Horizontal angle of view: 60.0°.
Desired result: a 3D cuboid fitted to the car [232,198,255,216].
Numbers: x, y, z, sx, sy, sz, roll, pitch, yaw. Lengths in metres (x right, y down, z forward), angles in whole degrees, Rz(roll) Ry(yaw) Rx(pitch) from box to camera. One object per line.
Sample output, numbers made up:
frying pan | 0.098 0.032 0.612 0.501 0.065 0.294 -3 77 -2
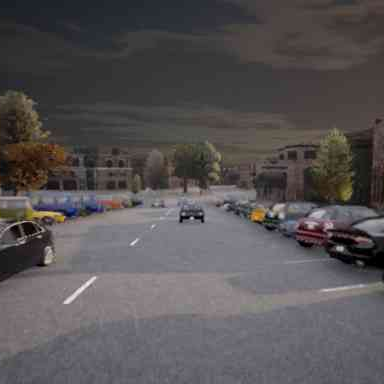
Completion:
car | 6.283 1.523 27.608 4.892 1.521 2.231 1 -1 -20

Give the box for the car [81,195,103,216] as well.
car | -11.526 1.338 31.105 5.566 2.045 2.435 -1 0 -20

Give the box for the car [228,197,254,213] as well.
car | 6.270 1.543 30.543 5.008 1.535 2.097 1 0 -20

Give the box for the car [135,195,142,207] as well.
car | -11.167 1.492 52.167 5.566 2.045 2.435 -1 -1 -19

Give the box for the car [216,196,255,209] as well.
car | 5.995 1.599 39.285 5.366 1.575 1.946 1 0 -21

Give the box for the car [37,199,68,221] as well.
car | -11.307 1.517 22.167 5.366 1.575 1.946 -1 -1 -20

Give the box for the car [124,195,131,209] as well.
car | -11.274 1.574 46.160 4.553 1.767 2.185 -1 0 -19

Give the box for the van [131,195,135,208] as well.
van | -11.141 1.495 49.196 4.442 1.987 1.878 -1 -1 -19

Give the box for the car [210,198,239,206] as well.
car | 5.876 1.790 59.979 4.674 1.452 2.002 1 0 -21

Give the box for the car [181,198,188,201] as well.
car | -0.066 1.764 42.660 1.895 1.301 4.718 0 0 2

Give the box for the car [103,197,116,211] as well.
car | -11.452 1.634 37.139 4.892 1.521 2.231 -1 -1 -19

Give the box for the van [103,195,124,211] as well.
van | -11.468 1.453 43.107 4.442 1.987 1.878 -1 0 -19

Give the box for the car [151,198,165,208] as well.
car | -5.192 1.721 51.106 2.128 1.511 4.902 0 0 0

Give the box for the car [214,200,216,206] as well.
car | 6.103 1.646 45.230 5.008 1.535 2.097 1 0 -21

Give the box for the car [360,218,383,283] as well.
car | 6.410 1.440 7.069 5.008 1.535 2.097 1 0 -20

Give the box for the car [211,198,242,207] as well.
car | 5.896 1.758 57.016 4.792 1.488 2.163 1 0 -21

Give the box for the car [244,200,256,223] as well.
car | 6.327 1.481 21.738 5.008 1.535 2.097 1 -1 -20

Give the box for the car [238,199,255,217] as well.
car | 6.303 1.502 24.675 4.892 1.521 2.231 1 -1 -20

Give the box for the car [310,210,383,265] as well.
car | 6.388 1.436 10.000 5.008 1.535 2.097 1 0 -20

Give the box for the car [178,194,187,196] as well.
car | -2.023 1.368 71.730 2.150 2.045 5.566 0 2 -1

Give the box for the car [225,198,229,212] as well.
car | 6.205 1.592 33.469 4.792 1.488 2.163 1 0 -20

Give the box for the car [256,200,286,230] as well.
car | 6.323 1.337 18.797 4.553 1.767 2.185 1 -1 -20

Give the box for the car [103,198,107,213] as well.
car | -11.499 1.641 34.118 4.792 1.488 2.163 -1 0 -19

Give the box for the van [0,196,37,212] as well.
van | -11.574 1.277 19.063 4.442 1.987 1.878 -1 0 -20

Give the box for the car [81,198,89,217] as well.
car | -11.503 1.567 28.100 4.892 1.521 2.231 -1 0 -20

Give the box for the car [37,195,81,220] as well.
car | -11.528 1.293 25.086 5.566 2.045 2.435 -1 0 -20

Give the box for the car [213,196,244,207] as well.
car | 5.939 1.582 54.073 4.553 1.767 2.185 1 -1 -21

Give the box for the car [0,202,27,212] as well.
car | -11.270 1.479 16.174 5.366 1.575 1.946 -1 0 -20

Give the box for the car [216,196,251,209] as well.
car | 6.026 1.541 48.174 4.553 1.767 2.185 1 -1 -21

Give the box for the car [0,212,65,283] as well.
car | -5.120 1.473 8.392 1.837 1.490 4.892 0 0 0

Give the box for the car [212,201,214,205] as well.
car | 6.038 1.717 51.142 4.792 1.488 2.163 1 -1 -21

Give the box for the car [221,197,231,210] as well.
car | 6.211 1.584 36.415 5.008 1.535 2.097 1 0 -21

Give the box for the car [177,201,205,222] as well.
car | -0.024 1.648 26.512 1.895 1.301 4.718 0 0 0

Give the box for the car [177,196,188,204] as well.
car | -1.827 1.848 61.587 2.033 1.411 5.357 0 0 -1

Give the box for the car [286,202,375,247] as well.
car | 6.354 1.314 12.931 4.553 1.767 2.185 1 -1 -20

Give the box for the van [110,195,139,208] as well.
van | -11.245 1.542 55.111 4.442 1.987 1.878 -1 0 -19

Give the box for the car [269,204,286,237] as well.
car | 6.373 1.488 15.863 4.674 1.452 2.002 1 0 -20
